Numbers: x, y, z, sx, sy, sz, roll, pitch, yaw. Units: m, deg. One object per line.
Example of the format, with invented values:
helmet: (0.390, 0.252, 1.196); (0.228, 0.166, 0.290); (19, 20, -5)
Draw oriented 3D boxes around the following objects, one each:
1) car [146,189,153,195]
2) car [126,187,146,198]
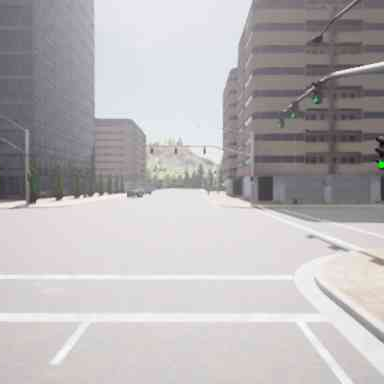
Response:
car: (-10.140, 0.012, 75.804); (1.895, 1.301, 4.718); (0, 1, 0)
car: (-10.251, 0.049, 59.855); (2.150, 2.045, 5.566); (0, 1, 1)
